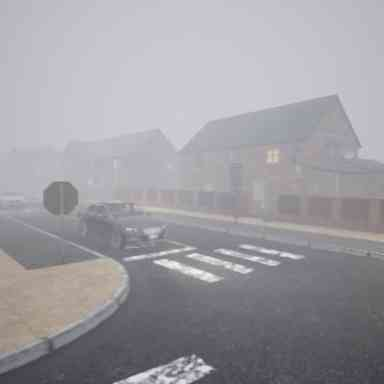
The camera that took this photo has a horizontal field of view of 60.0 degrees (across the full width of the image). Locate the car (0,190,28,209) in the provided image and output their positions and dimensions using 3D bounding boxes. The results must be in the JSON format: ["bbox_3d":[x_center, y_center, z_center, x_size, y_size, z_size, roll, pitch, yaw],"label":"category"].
[{"bbox_3d":[-15.266,0.571,27.760,1.812,1.442,4.674,-2,3,-41],"label":"car"}]

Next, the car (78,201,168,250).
[{"bbox_3d":[-2.849,1.142,13.007,2.128,1.511,4.902,-2,3,-40],"label":"car"}]
